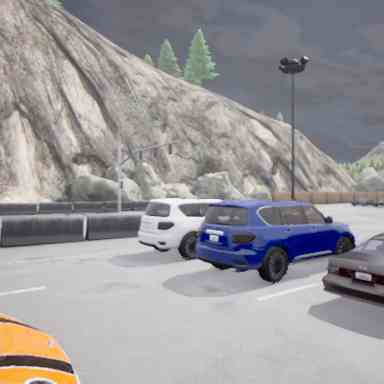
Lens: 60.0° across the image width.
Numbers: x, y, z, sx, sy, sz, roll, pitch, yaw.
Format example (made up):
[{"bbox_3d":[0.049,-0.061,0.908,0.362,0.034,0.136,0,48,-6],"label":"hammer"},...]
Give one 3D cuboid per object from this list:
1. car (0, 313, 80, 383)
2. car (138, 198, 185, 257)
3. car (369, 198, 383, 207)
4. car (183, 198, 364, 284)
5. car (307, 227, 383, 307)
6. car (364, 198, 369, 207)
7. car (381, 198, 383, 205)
[{"bbox_3d":[-2.884,1.343,1.684,4.553,1.767,2.097,1,0,-36],"label":"car"},{"bbox_3d":[0.654,1.265,12.889,5.566,2.045,2.150,0,0,-36],"label":"car"},{"bbox_3d":[30.601,1.667,52.215,5.357,1.411,2.033,0,0,-36],"label":"car"},{"bbox_3d":[2.680,1.264,10.019,5.566,2.045,2.150,0,0,-38],"label":"car"},{"bbox_3d":[5.156,1.592,7.510,5.357,1.411,2.033,0,0,-36],"label":"car"},{"bbox_3d":[28.559,1.668,55.038,5.357,1.411,2.033,0,0,-36],"label":"car"},{"bbox_3d":[36.701,1.724,60.896,4.718,1.301,1.895,0,0,-36],"label":"car"}]
